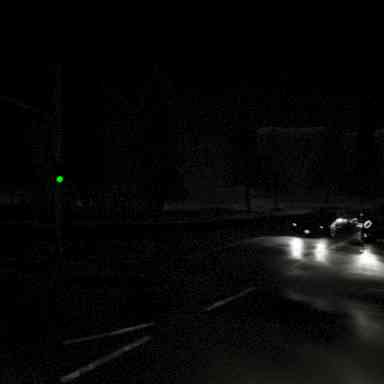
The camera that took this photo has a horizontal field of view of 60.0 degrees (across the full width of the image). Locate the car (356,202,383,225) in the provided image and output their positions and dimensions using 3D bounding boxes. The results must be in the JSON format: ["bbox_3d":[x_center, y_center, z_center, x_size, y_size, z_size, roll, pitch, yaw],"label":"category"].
[{"bbox_3d":[14.599,1.541,25.256,5.357,1.411,2.033,0,0,-42],"label":"car"}]

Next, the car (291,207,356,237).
[{"bbox_3d":[7.406,1.542,18.205,2.033,1.411,5.357,0,0,43],"label":"car"}]

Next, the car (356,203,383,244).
[{"bbox_3d":[9.141,1.346,14.746,2.097,1.767,4.553,0,0,41],"label":"car"}]
